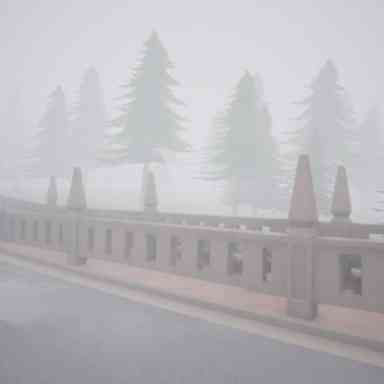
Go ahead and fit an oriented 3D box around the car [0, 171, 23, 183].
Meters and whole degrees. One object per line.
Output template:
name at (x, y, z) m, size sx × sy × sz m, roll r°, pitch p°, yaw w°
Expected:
car at (-27.039, -2.291, 48.115) m, size 2.097 × 1.767 × 4.553 m, roll 7°, pitch 4°, yaw 37°
